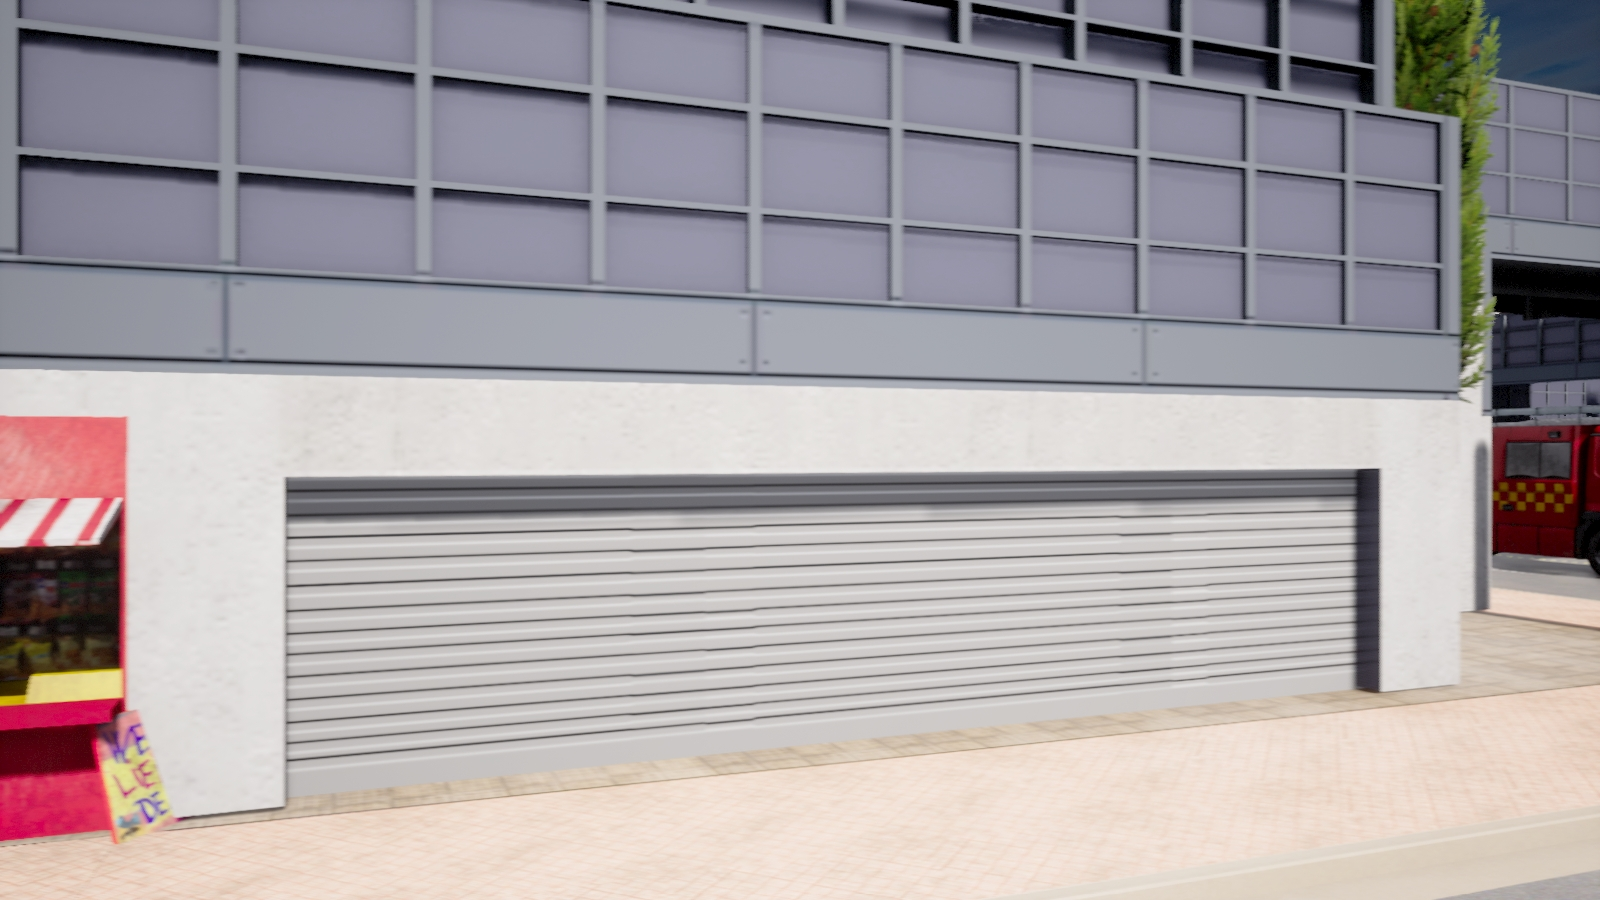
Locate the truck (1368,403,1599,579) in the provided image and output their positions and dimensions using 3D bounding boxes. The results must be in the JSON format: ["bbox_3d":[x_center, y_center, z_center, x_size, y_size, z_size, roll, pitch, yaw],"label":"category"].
[{"bbox_3d":[18.015,0.891,27.027,2.891,3.827,8.468,0,0,-21],"label":"truck"}]
